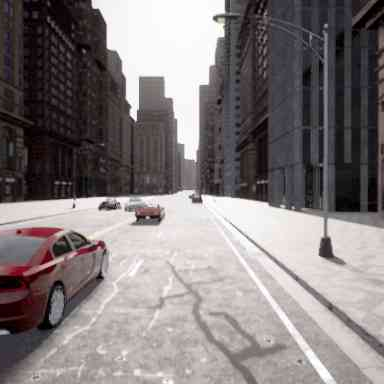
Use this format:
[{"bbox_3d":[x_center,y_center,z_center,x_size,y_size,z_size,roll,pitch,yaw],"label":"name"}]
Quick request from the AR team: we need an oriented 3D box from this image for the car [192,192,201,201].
[{"bbox_3d":[0.977,1.040,77.346,2.150,2.045,5.566,0,0,0],"label":"car"}]

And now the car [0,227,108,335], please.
[{"bbox_3d":[-3.151,1.457,6.886,1.882,1.535,5.008,0,0,0],"label":"car"}]

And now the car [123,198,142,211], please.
[{"bbox_3d":[-6.589,1.417,38.508,1.812,1.442,4.674,0,0,0],"label":"car"}]

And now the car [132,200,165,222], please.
[{"bbox_3d":[-3.149,1.526,25.866,1.895,1.301,4.718,0,0,0],"label":"car"}]

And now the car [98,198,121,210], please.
[{"bbox_3d":[-9.835,1.452,40.072,1.994,1.385,4.181,0,0,0],"label":"car"}]

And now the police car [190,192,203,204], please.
[{"bbox_3d":[0.976,1.267,61.425,1.930,1.638,5.238,0,0,0],"label":"police car"}]
